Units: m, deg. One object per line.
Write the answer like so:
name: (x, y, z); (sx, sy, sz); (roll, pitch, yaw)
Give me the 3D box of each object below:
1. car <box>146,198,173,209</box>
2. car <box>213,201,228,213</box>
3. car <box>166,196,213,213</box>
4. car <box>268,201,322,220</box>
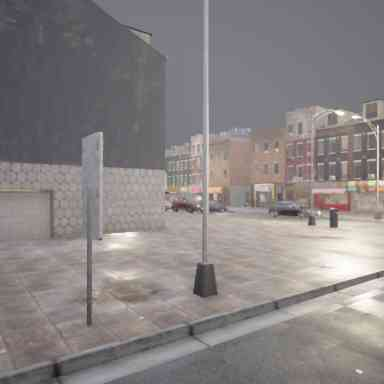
car: (-4.757, 1.673, 47.794); (1.812, 1.442, 4.674); (0, -1, -35)
car: (1.807, 1.652, 38.508); (2.033, 1.411, 5.357); (0, 0, -35)
car: (-0.400, 1.411, 37.223); (2.192, 1.841, 5.009); (0, 0, -35)
car: (8.805, 1.553, 28.674); (2.128, 1.511, 4.902); (0, 0, -35)
